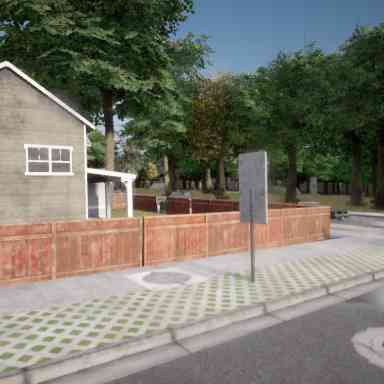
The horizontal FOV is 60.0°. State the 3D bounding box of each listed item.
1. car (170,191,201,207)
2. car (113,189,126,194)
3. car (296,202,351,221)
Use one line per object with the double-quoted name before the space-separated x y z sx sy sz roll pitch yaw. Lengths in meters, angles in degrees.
"car" -0.747 0.776 37.401 2.097 1.767 4.553 -2 2 -35
"car" -11.026 0.374 52.152 1.882 1.535 5.008 -2 3 -35
"car" 8.759 1.377 23.909 1.895 1.301 4.718 -2 2 -35
